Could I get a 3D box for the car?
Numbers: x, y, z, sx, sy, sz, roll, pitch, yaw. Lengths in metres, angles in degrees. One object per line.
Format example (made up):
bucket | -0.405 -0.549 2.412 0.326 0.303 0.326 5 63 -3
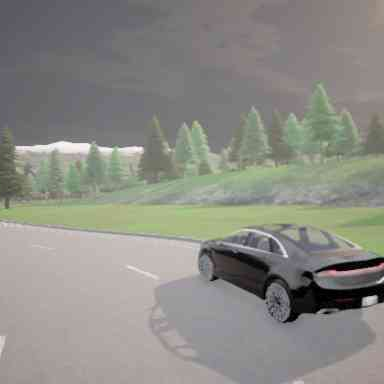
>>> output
car | 1.729 1.433 7.211 2.128 1.511 4.902 -1 0 -22
